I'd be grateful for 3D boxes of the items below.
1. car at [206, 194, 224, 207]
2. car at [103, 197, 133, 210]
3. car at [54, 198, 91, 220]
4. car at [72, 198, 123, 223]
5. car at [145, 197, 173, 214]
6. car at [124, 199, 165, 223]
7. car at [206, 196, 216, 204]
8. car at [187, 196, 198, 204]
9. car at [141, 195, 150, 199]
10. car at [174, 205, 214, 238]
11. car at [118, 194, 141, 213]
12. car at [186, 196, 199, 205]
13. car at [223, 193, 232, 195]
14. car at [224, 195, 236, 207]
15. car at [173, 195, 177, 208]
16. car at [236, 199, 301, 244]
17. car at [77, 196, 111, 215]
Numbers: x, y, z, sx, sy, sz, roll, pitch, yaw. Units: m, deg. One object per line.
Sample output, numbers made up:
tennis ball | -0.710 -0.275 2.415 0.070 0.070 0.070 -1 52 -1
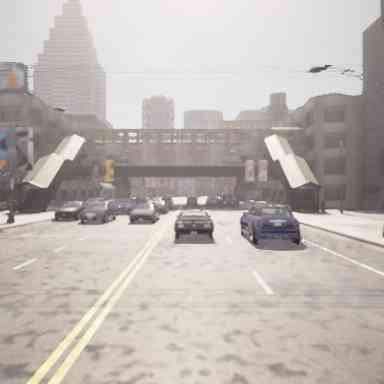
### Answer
car | 3.531 1.524 53.662 2.128 1.511 4.902 0 0 1
car | -10.015 1.508 45.337 2.231 1.521 4.892 0 0 10
car | -9.907 1.496 28.136 2.097 1.535 5.008 0 0 0
car | -7.072 1.507 25.598 2.128 1.511 4.902 0 0 0
car | -3.551 1.569 36.051 2.033 1.411 5.357 0 0 1
car | -3.566 1.563 25.976 2.033 1.411 5.357 0 0 0
car | 3.615 1.564 64.073 1.812 1.442 4.674 0 0 0
car | 0.115 1.530 64.079 2.128 1.511 4.902 0 0 0
car | -7.045 1.505 45.497 1.882 1.535 5.008 0 0 1
car | 0.097 1.612 17.655 1.895 1.301 4.718 0 0 0
car | -7.059 1.373 34.716 2.097 1.767 4.553 0 0 0
car | 0.031 1.537 53.663 1.837 1.490 4.892 0 0 1
car | 6.666 1.268 63.965 2.435 2.045 5.566 0 0 0
car | 6.713 1.630 56.569 1.895 1.301 4.718 0 0 0
car | -3.538 1.531 46.648 1.837 1.490 4.892 0 0 0
car | 3.596 1.362 16.059 2.097 1.767 4.553 0 0 0
car | -10.048 1.375 34.561 2.185 1.767 4.553 0 0 0
